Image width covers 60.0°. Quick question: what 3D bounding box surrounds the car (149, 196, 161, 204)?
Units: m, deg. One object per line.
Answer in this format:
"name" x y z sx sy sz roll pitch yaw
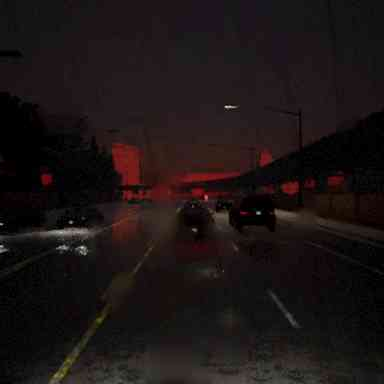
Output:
"car" -7.017 1.541 63.057 1.882 1.535 5.008 0 0 1

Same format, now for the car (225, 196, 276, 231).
"car" 3.603 1.242 20.681 2.150 2.045 5.566 0 0 0

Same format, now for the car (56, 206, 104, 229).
"car" -7.095 1.586 21.453 1.994 1.385 4.181 0 0 0

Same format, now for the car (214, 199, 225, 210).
"car" 3.607 1.564 38.857 1.812 1.442 4.674 0 0 0

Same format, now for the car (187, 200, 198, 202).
"car" 0.106 1.603 38.512 1.994 1.385 4.181 0 0 0

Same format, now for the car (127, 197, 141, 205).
"car" -10.520 1.588 61.433 1.812 1.442 4.674 0 0 1

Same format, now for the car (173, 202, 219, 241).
"car" 0.103 1.495 16.830 1.882 1.535 5.008 0 0 0

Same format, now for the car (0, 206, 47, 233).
"car" -10.597 1.568 19.889 2.033 1.411 5.357 0 0 0
